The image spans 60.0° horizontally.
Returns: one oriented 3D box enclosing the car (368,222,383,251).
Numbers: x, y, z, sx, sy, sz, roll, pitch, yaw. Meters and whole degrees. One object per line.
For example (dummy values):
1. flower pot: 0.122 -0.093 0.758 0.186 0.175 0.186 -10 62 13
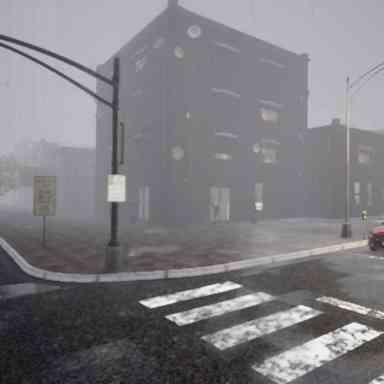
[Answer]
1. car: 8.466 1.534 12.674 4.507 1.381 1.887 0 1 -35
